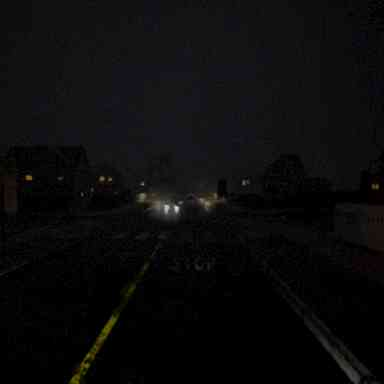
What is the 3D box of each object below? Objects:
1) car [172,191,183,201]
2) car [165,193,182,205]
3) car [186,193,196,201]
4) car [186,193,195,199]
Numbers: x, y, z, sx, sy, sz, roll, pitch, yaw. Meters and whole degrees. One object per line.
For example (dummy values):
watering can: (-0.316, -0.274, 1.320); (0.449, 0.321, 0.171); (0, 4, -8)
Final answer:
car: (-2.955, 0.742, 64.254); (2.150, 2.045, 5.566); (0, 0, 0)
car: (-2.872, 1.185, 48.250); (1.895, 1.301, 4.718); (0, 0, 0)
car: (-0.201, 1.117, 65.873); (1.895, 1.301, 4.718); (0, 0, -1)
car: (-0.310, 0.927, 75.897); (1.895, 1.301, 4.718); (0, 0, -2)
